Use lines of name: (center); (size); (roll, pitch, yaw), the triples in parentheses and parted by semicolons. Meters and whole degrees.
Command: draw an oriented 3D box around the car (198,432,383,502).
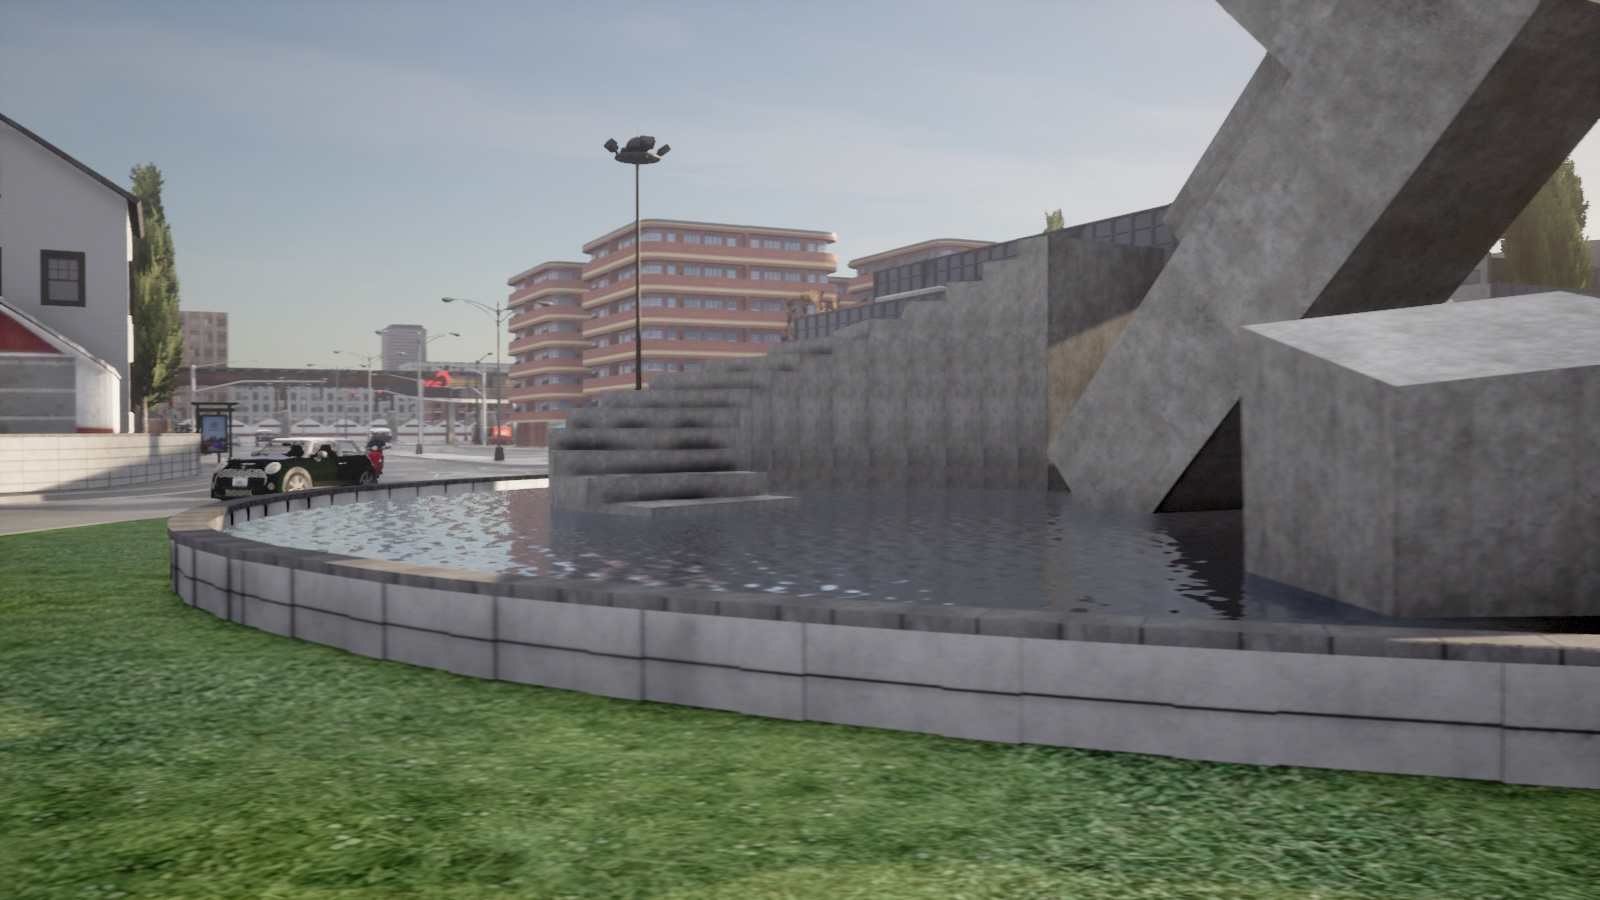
car: (-11.553, 0.328, 28.748); (1.970, 1.475, 3.806); (0, 1, 17)

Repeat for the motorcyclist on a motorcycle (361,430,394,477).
motorcyclist on a motorcycle: (-14.405, 0.100, 42.842); (0.866, 1.590, 1.817); (0, 1, -13)
